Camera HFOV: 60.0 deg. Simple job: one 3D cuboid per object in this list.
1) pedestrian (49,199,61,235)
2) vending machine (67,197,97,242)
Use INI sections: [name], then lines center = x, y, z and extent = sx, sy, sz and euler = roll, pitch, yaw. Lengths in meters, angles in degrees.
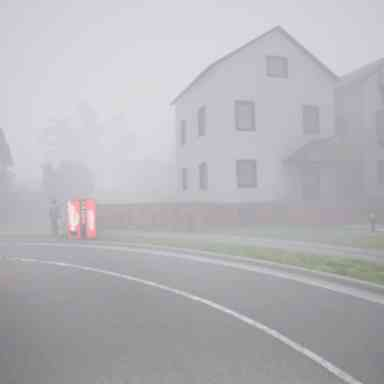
[pedestrian]
center = -7.037, 1.233, 17.072
extent = 0.375, 1.860, 0.375
euler = -2, 0, 16
[vending machine]
center = -5.462, 1.340, 16.557
extent = 0.880, 2.100, 1.100
euler = -2, 0, 21
